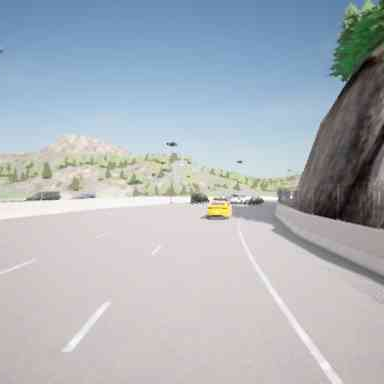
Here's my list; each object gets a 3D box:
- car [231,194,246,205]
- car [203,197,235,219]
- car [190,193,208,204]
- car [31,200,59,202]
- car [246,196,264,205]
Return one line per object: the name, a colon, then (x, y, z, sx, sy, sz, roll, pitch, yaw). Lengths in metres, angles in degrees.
car: (9.032, 1.383, 64.638, 2.150, 2.045, 5.566, 0, 0, 23)
car: (2.529, 1.527, 29.877, 1.882, 1.535, 5.008, 0, 0, 11)
car: (1.511, 1.266, 64.723, 2.150, 2.045, 5.566, 0, 0, 22)
car: (-19.499, 0.924, 44.101, 2.150, 2.045, 5.566, 1, 0, 13)
car: (12.353, 1.565, 63.368, 2.097, 1.767, 4.553, 1, 0, 23)
